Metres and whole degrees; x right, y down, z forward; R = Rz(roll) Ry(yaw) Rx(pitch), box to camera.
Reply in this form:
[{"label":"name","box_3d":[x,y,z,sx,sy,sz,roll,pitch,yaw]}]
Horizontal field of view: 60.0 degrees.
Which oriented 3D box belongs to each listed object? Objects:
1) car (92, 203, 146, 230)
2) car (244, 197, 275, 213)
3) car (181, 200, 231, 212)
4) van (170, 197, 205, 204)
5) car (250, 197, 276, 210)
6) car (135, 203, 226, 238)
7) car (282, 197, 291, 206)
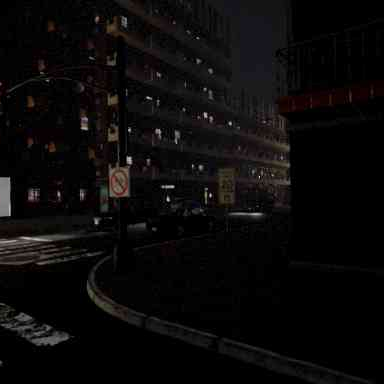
[{"label":"car","box_3d":[-4.063,1.486,21.028,2.128,1.511,4.902,-1,-1,35]},{"label":"car","box_3d":[7.458,1.478,37.012,1.812,1.442,4.674,-1,-1,36]},{"label":"car","box_3d":[1.404,1.574,28.608,1.895,1.301,4.718,-1,-1,36]},{"label":"van","box_3d":[-0.330,1.365,30.425,1.690,1.788,3.998,-1,-1,36]},{"label":"car","box_3d":[9.428,1.431,43.993,1.967,1.590,4.097,-1,-1,36]},{"label":"car","box_3d":[-0.433,1.435,16.780,2.008,1.369,4.403,-1,-1,36]},{"label":"car","box_3d":[15.835,1.496,52.899,1.752,1.417,4.829,-1,-1,36]}]
